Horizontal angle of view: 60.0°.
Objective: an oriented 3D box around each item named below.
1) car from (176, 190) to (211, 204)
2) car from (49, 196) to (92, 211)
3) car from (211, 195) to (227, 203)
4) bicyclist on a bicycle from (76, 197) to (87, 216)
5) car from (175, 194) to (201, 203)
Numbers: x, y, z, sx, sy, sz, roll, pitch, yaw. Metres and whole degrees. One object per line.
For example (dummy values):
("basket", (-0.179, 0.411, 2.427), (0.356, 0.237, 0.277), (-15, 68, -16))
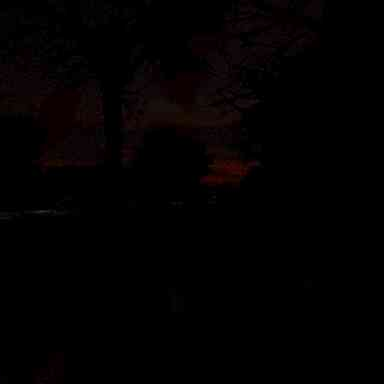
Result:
("car", (0.317, 0.792, 51.535), (2.150, 2.045, 5.566), (1, 1, 28))
("car", (-12.974, 1.165, 35.693), (1.812, 1.442, 4.674), (2, 2, 34))
("car", (4.896, 1.189, 60.910), (2.033, 1.411, 5.357), (1, 0, 23))
("bicyclist on a bicycle", (-9.699, 1.255, 29.176), (1.656, 1.620, 0.582), (0, 0, 36))
("car", (-0.620, 1.064, 56.348), (2.033, 1.411, 5.357), (1, 0, 27))
